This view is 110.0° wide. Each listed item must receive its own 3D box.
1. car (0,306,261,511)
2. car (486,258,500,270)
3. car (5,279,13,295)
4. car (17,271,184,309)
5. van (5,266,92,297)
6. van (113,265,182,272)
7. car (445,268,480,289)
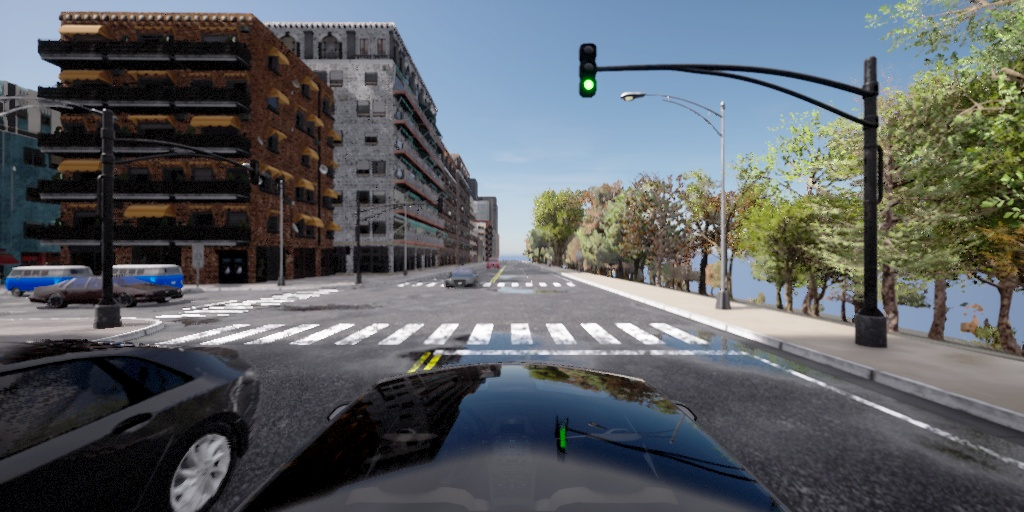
[{"bbox_3d":[-3.251,1.284,1.340,1.837,1.490,4.892,0,0,0],"label":"car"},{"bbox_3d":[-3.263,1.396,62.269,2.150,2.045,5.566,0,1,0],"label":"car"},{"bbox_3d":[-22.635,1.684,13.744,4.207,1.307,1.802,0,0,-1],"label":"car"},{"bbox_3d":[-18.371,1.596,16.361,5.357,1.411,2.033,-1,0,-1],"label":"car"},{"bbox_3d":[-28.325,1.527,22.012,3.998,1.789,1.690,0,0,-1],"label":"van"},{"bbox_3d":[-22.723,1.453,22.091,3.998,1.789,1.690,0,0,-1],"label":"van"},{"bbox_3d":[-3.256,1.498,24.323,1.994,1.385,4.181,0,0,0],"label":"car"}]
